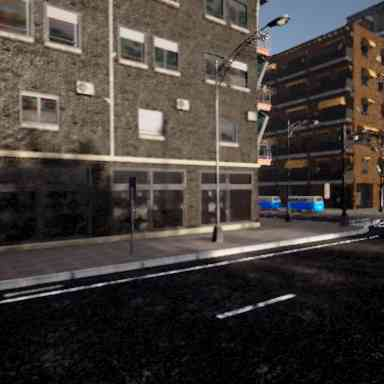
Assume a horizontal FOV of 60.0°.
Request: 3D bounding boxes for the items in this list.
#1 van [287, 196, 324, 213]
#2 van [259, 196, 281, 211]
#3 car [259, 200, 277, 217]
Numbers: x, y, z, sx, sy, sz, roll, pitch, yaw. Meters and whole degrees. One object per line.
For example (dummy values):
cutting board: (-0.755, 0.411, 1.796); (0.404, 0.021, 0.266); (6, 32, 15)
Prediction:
van: (12.278, 1.348, 36.250); (1.690, 1.788, 3.998); (-2, 0, -36)
van: (8.962, 1.423, 40.766); (1.690, 1.788, 3.998); (-2, 0, -36)
car: (5.541, 1.689, 31.333); (1.802, 1.307, 4.206); (-2, 0, -36)
